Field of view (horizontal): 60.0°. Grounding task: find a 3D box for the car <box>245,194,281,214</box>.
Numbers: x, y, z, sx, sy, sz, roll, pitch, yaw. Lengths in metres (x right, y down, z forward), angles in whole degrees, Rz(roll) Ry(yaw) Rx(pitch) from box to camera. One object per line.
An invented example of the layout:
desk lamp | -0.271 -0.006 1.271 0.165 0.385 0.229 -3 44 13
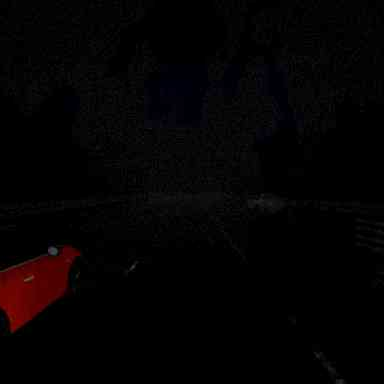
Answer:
car | 7.299 1.191 34.733 2.150 2.045 5.566 0 0 -9

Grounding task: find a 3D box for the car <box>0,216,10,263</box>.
car | -6.899 1.510 8.636 1.812 1.442 4.674 0 0 0

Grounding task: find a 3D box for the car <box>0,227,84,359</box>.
car | -3.400 1.342 5.453 2.097 1.767 4.553 0 0 0
